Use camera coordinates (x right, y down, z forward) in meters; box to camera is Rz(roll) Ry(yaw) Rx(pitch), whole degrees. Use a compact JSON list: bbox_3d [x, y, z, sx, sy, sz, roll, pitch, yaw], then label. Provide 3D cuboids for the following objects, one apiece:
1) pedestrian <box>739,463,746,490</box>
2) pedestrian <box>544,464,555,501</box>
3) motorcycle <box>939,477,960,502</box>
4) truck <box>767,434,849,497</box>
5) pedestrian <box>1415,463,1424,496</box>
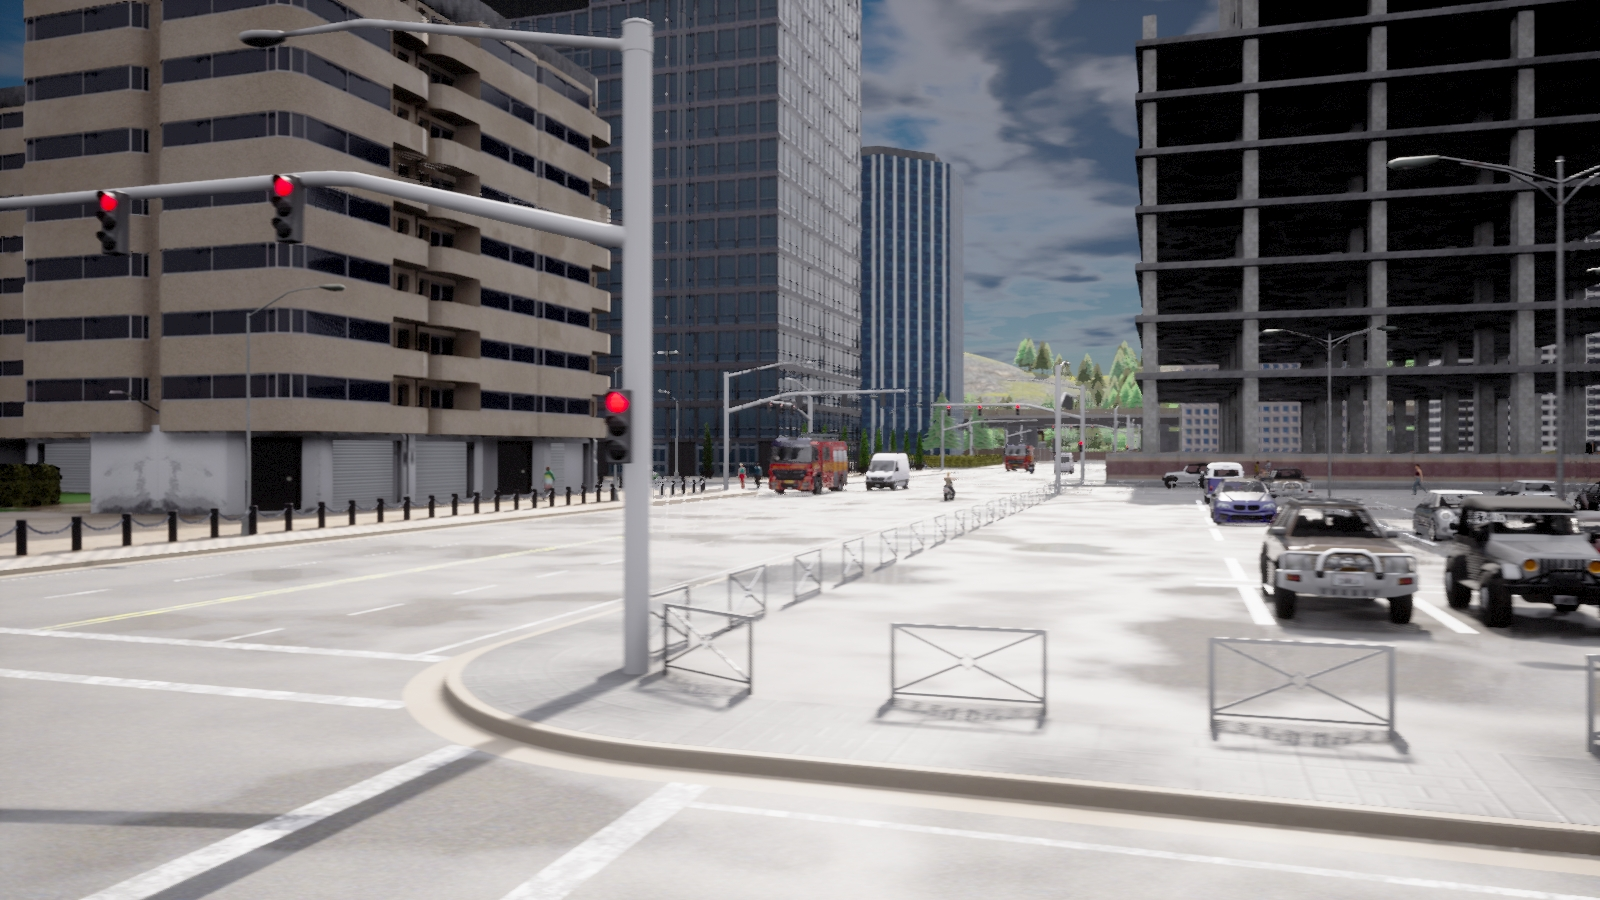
[{"bbox_3d":[-3.961,1.811,78.858,0.375,1.860,0.375,0,0,11],"label":"pedestrian"},{"bbox_3d":[-12.870,1.666,58.645,0.375,1.860,0.375,0,0,27],"label":"pedestrian"},{"bbox_3d":[8.272,2.165,63.261,0.764,1.307,2.356,0,0,18],"label":"motorcycle"},{"bbox_3d":[0.655,0.894,73.884,2.891,3.827,8.468,0,0,18],"label":"truck"},{"bbox_3d":[34.648,1.652,63.899,0.375,1.860,0.375,0,0,15],"label":"pedestrian"}]
